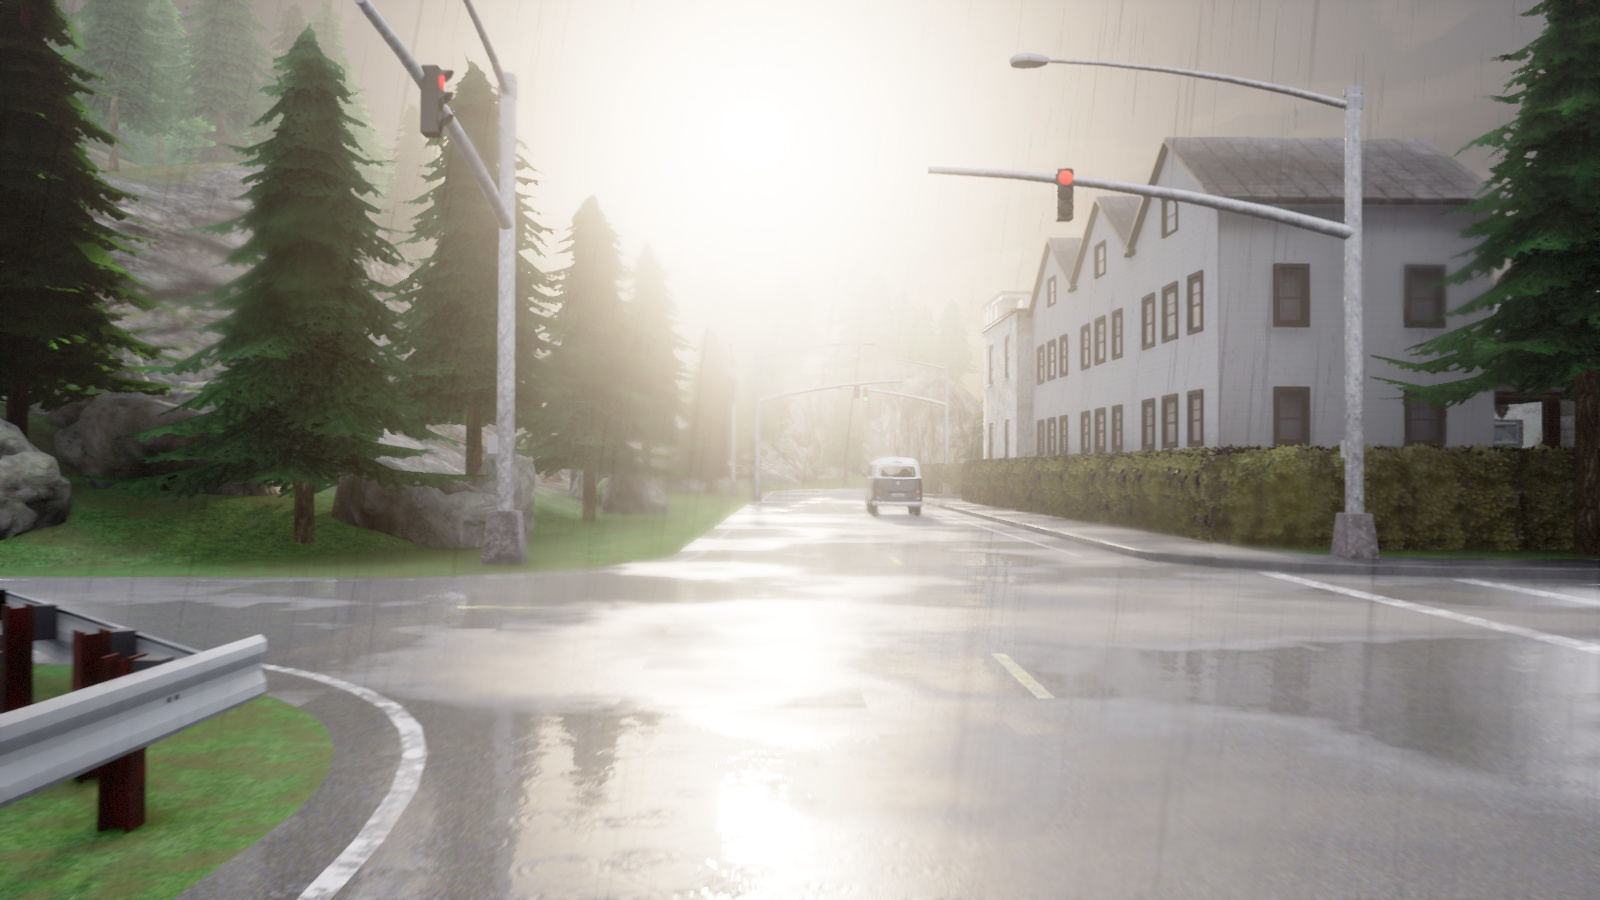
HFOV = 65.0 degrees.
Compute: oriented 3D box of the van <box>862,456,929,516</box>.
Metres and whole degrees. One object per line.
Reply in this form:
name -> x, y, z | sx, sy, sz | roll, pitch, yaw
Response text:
van -> 3.373, 1.281, 45.208 | 2.069, 2.038, 4.480 | 0, -1, 0
